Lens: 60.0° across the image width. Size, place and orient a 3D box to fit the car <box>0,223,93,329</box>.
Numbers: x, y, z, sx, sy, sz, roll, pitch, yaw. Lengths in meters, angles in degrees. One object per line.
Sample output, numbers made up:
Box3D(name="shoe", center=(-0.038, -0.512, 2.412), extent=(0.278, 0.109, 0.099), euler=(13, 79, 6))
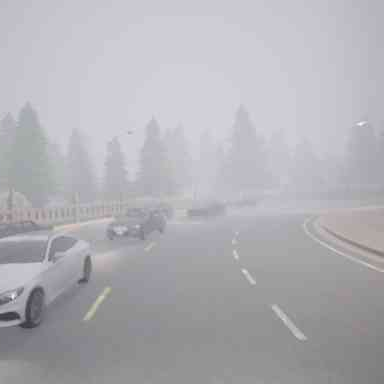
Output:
Box3D(name="car", center=(-3.588, 1.658, 7.328), extent=(1.812, 1.442, 4.674), euler=(-2, 0, 0))

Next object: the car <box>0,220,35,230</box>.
Box3D(name="car", center=(-7.012, 1.805, 12.441), extent=(2.033, 1.411, 5.357), euler=(-2, 0, 3))

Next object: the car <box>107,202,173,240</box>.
Box3D(name="car", center=(-2.784, 1.584, 17.575), extent=(2.128, 1.511, 4.902), euler=(-2, 0, 12))

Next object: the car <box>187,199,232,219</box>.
Box3D(name="car", center=(1.347, 1.402, 28.908), extent=(1.882, 1.535, 5.008), euler=(-2, 0, 29))

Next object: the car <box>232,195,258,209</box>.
Box3D(name="car", center=(6.345, 1.165, 41.427), extent=(4.674, 1.442, 1.812), euler=(-2, 0, -44))
